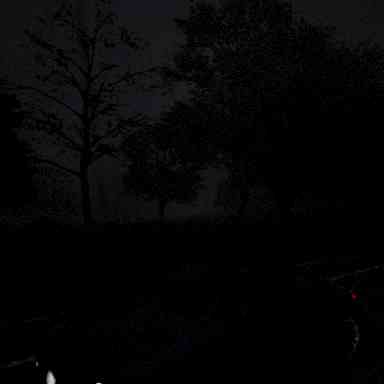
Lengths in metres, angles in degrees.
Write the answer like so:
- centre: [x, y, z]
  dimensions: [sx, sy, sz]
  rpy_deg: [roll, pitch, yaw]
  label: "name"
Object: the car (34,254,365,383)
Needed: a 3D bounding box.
- centre: [0.326, 1.562, 4.222]
  dimensions: [4.181, 1.385, 1.994]
  rpy_deg: [0, 0, -35]
  label: "car"
